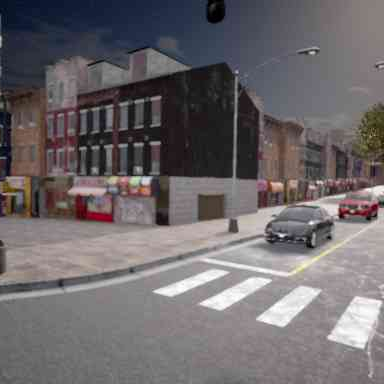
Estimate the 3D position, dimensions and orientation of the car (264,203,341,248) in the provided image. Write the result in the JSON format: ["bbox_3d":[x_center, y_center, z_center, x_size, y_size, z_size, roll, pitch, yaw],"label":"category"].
[{"bbox_3d":[4.723,1.361,14.290,1.837,1.490,4.892,2,2,35],"label":"car"}]

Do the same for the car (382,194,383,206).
[{"bbox_3d":[23.123,1.021,39.939,1.882,1.535,5.008,2,2,36],"label":"car"}]

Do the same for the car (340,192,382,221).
[{"bbox_3d":[13.007,1.011,25.885,2.150,2.045,5.566,2,2,36],"label":"car"}]
